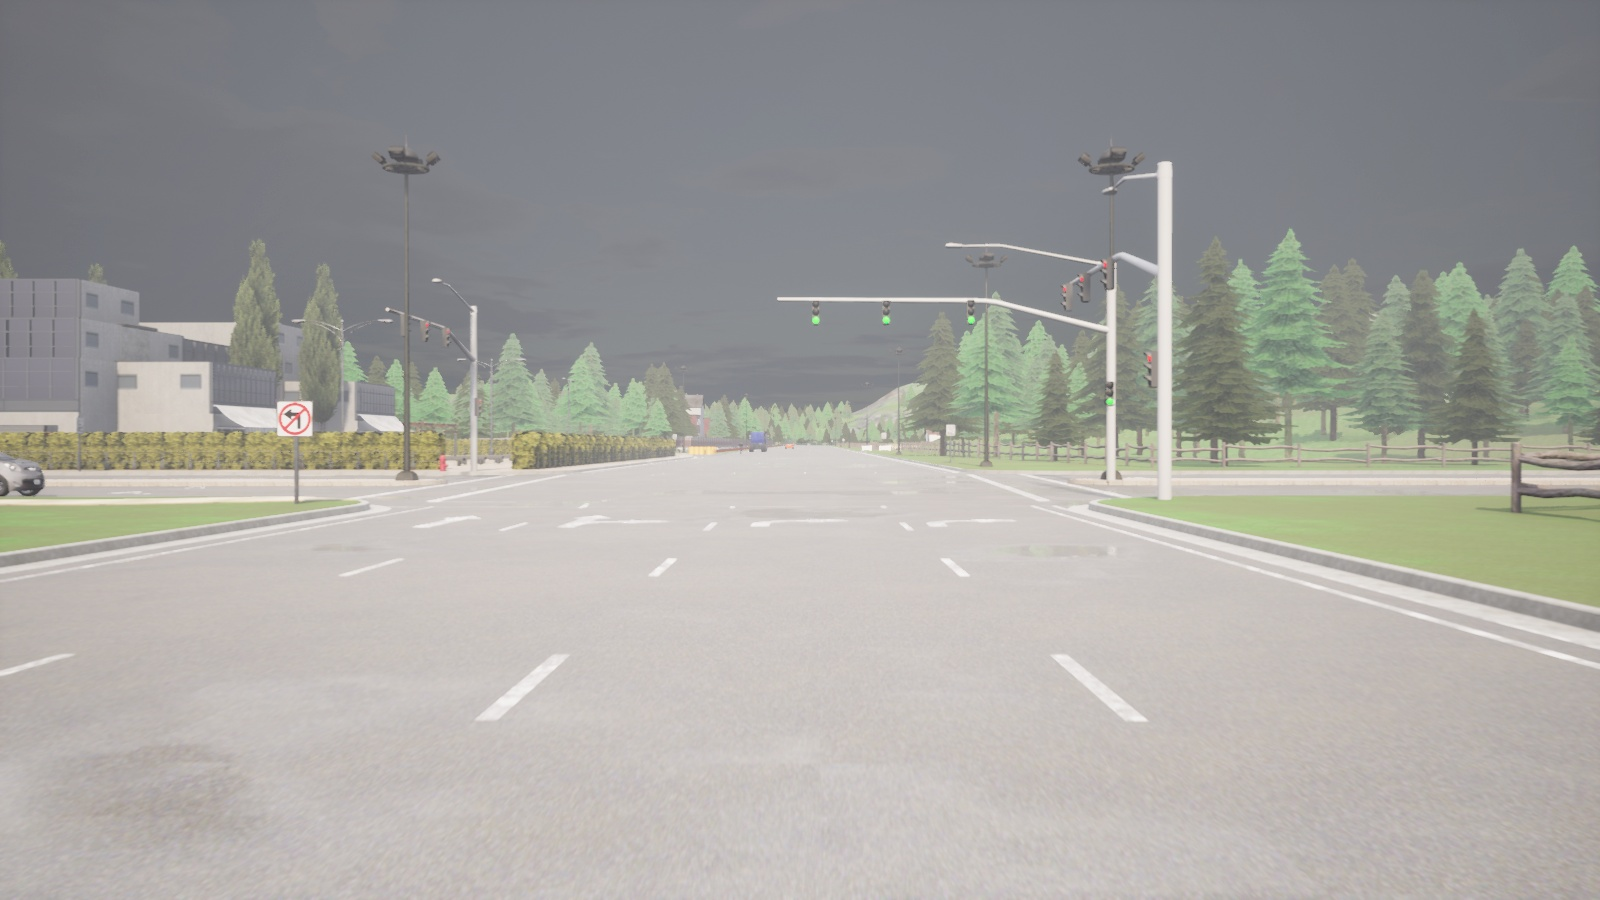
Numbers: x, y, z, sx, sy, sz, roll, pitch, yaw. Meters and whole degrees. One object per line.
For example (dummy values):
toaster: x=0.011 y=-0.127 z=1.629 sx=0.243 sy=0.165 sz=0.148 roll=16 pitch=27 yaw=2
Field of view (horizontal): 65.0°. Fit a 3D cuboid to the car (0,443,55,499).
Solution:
car: x=-22.670 y=0.549 z=34.240 sx=3.633 sy=1.501 sz=1.845 roll=0 pitch=0 yaw=0
